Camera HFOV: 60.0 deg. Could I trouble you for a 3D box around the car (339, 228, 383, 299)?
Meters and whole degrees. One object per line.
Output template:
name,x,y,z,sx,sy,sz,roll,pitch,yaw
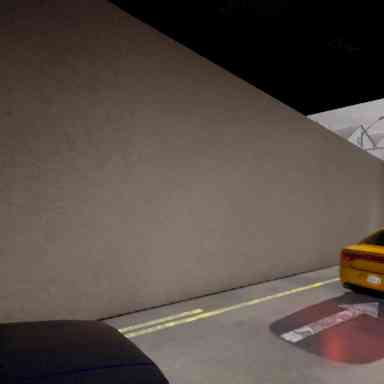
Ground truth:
car,5.400,1.476,7.610,5.008,1.535,1.882,0,0,-35

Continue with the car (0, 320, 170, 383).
car,-2.697,1.548,1.861,5.357,1.411,2.033,0,0,-35
